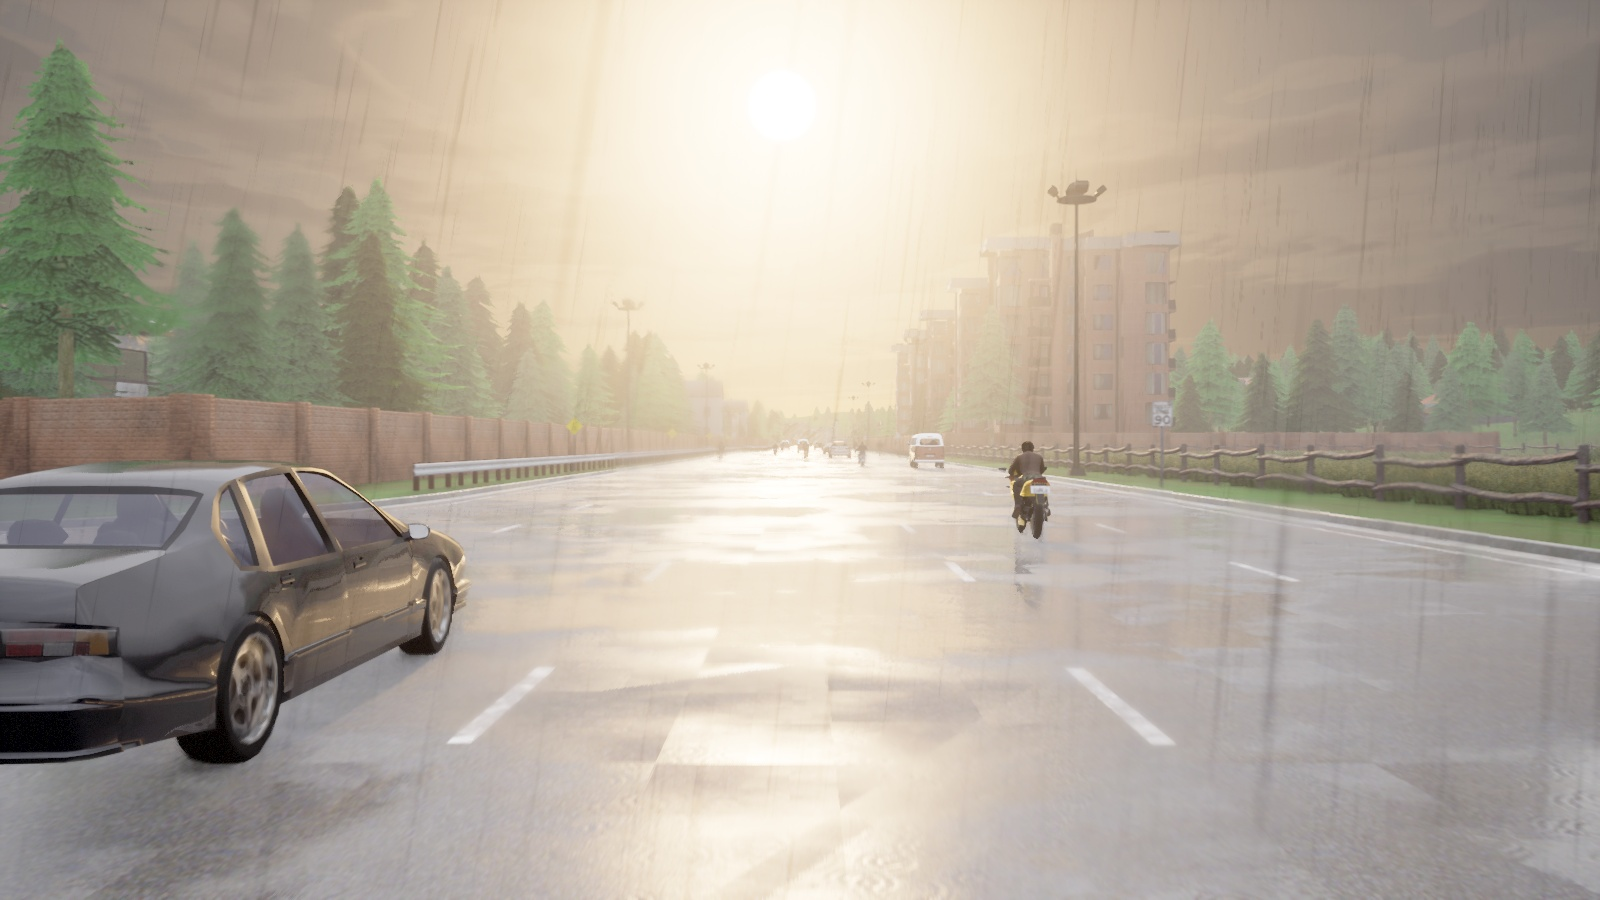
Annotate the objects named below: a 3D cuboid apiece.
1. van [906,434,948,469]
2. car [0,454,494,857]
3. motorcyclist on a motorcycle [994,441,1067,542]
[{"bbox_3d":[7.435,0.060,73.992,2.069,2.038,4.480,0,1,0],"label":"van"},{"bbox_3d":[-3.444,0.750,7.224,2.033,1.411,5.357,0,0,0],"label":"car"},{"bbox_3d":[3.628,0.619,19.921,0.797,1.523,2.044,0,0,0],"label":"motorcyclist on a motorcycle"}]
